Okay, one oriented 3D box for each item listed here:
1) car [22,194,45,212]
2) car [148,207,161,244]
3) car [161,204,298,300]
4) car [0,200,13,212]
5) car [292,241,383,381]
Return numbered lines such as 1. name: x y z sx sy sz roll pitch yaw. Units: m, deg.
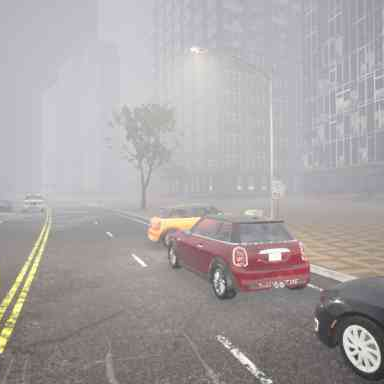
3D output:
1. car: -18.696 1.262 39.340 2.150 2.045 5.566 0 0 -24
2. car: 0.440 1.276 14.349 4.553 1.767 2.097 -3 1 -18
3. car: 0.912 1.355 8.800 2.097 1.767 4.553 0 0 -22
4. car: -21.680 1.602 38.052 1.994 1.385 4.181 0 0 -24
5. car: 3.632 1.505 3.322 1.837 1.490 4.892 0 0 -35
